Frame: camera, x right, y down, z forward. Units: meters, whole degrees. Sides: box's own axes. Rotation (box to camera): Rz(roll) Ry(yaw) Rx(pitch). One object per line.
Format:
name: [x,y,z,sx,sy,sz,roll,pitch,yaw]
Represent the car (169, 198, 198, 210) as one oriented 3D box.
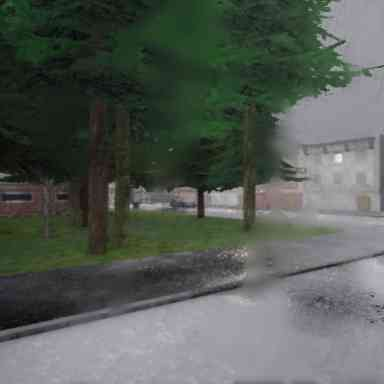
car: [-0.925,1.503,43.595,2.033,1.411,5.357,0,0,-35]
